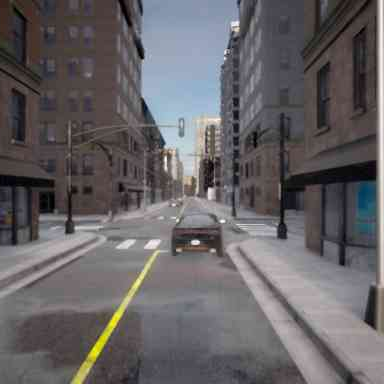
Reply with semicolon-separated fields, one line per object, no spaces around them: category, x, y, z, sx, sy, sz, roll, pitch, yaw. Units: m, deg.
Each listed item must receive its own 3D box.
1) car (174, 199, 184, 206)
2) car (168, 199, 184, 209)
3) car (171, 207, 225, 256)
car;-2.754;2.145;69.798;1.895;1.301;4.718;0;-1;0
car;-2.828;1.906;54.251;2.128;1.511;4.902;0;0;0
car;0.333;1.575;13.687;1.882;1.535;5.008;0;0;5
